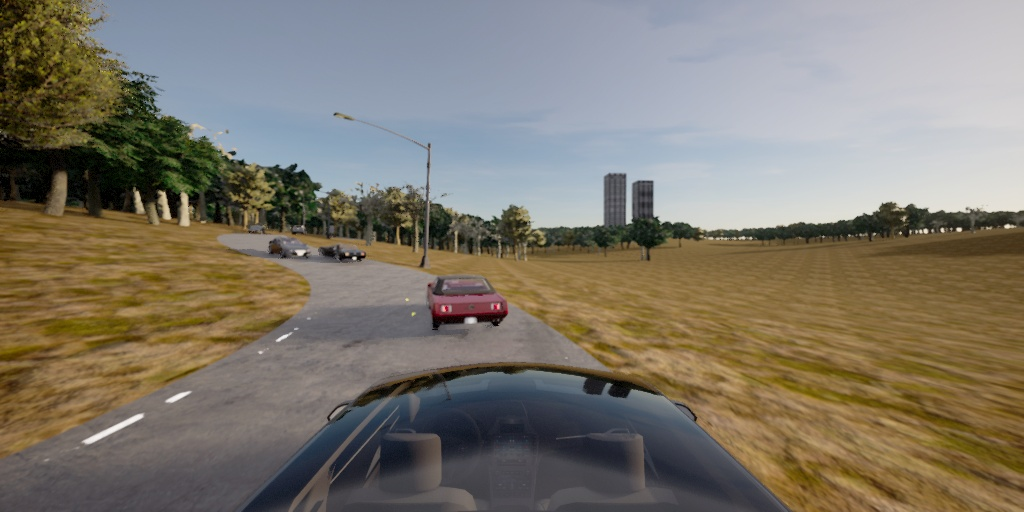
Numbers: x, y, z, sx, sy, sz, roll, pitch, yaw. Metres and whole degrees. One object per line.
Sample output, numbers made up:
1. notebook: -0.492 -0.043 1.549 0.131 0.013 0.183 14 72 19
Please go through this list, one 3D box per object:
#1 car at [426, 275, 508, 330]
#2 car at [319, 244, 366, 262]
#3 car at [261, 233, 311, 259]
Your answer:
1. car: -1.579 1.209 10.840 1.895 1.301 4.718 0 2 -15
2. car: -13.784 -0.346 28.994 4.718 1.301 1.895 8 6 40
3. car: -17.493 -0.676 28.116 4.902 1.511 2.128 8 6 40
